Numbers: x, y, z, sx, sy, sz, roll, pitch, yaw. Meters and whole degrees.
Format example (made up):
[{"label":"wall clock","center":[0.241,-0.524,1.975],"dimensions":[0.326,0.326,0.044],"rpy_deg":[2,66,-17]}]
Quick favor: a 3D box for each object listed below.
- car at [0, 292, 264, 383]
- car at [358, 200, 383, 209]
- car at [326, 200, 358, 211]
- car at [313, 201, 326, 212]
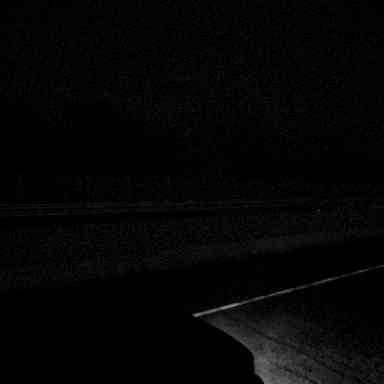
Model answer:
[{"label":"car","center":[-1.935,1.548,2.363],"dimensions":[5.357,1.411,2.033],"rpy_deg":[0,0,-35]},{"label":"car","center":[16.829,1.466,28.782],"dimensions":[5.008,1.535,1.882],"rpy_deg":[0,0,-35]},{"label":"car","center":[15.169,1.552,31.894],"dimensions":[4.181,1.385,1.994],"rpy_deg":[0,0,-35]},{"label":"car","center":[15.516,1.536,36.431],"dimensions":[5.357,1.411,2.033],"rpy_deg":[0,0,-35]}]
